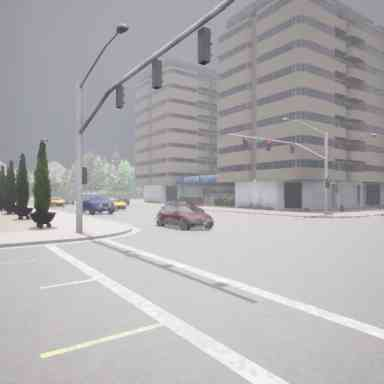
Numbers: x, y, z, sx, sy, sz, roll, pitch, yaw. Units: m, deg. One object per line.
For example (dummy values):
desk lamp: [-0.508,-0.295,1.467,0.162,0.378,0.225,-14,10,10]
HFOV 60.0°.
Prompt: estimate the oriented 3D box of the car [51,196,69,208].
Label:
car: [-19.886,1.477,48.533,1.882,1.535,5.008,0,0,-35]

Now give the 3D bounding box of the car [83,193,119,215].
car: [-9.777,1.219,33.937,2.150,2.045,5.566,0,0,-35]

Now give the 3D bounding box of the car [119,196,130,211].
car: [-9.417,1.478,39.559,1.882,1.535,5.008,0,0,-35]

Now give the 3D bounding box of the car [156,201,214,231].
car: [-0.568,1.525,20.681,1.812,1.442,4.674,0,0,-35]

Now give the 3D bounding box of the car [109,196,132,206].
car: [-12.167,1.491,56.138,2.128,1.511,4.902,0,0,-35]

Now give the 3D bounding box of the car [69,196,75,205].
car: [-21.440,1.493,57.007,2.128,1.511,4.902,0,0,-34]

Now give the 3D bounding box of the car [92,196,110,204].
car: [-17.475,1.505,63.776,1.837,1.490,4.892,0,0,-33]

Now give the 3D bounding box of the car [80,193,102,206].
car: [-17.660,1.221,57.903,2.150,2.045,5.566,0,0,-34]

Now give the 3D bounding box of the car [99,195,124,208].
car: [-12.116,1.352,49.930,2.097,1.767,4.553,0,0,-35]
